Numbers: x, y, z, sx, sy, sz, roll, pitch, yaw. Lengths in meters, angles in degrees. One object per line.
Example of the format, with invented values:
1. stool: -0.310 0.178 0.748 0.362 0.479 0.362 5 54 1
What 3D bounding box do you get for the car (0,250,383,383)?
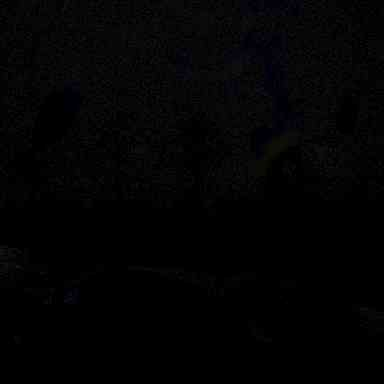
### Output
1. car: -0.320 1.487 4.090 5.357 1.411 2.033 0 1 35
